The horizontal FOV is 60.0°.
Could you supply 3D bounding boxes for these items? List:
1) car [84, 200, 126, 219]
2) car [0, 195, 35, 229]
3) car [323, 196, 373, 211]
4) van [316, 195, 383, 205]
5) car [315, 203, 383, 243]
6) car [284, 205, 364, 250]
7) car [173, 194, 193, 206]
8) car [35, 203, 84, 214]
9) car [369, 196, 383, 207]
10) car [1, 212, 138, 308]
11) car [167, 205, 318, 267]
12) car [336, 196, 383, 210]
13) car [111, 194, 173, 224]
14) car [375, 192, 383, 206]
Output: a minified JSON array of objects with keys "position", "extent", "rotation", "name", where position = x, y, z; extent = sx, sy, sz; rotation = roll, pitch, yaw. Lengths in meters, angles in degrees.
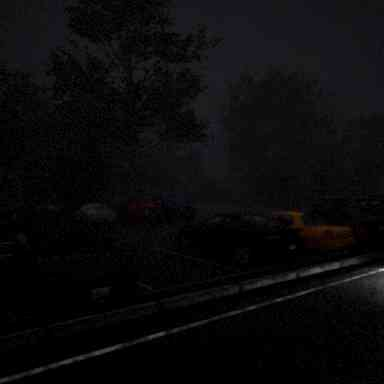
[{"position":[-6.442,1.468,21.938],"extent":[2.002,1.452,4.674],"rotation":[0,0,-36],"name":"car"},{"position":[-10.859,1.205,18.747],"extent":[2.435,2.045,5.566],"rotation":[0,0,-36],"name":"car"},{"position":[18.599,1.318,39.858],"extent":[2.231,1.521,4.892],"rotation":[0,0,-36],"name":"car"},{"position":[8.340,1.168,16.289],"extent":[1.878,1.987,4.442],"rotation":[0,0,-36],"name":"van"},{"position":[5.976,1.433,14.778],"extent":[2.163,1.488,4.792],"rotation":[0,0,-36],"name":"car"},{"position":[3.605,1.411,13.274],"extent":[1.946,1.575,5.366],"rotation":[0,0,-36],"name":"car"},{"position":[-1.898,1.155,25.156],"extent":[2.435,2.045,5.566],"rotation":[0,0,-36],"name":"car"},{"position":[-8.604,1.442,20.388],"extent":[2.097,1.535,5.008],"rotation":[0,0,-36],"name":"car"},{"position":[27.651,1.307,46.290],"extent":[2.163,1.488,4.792],"rotation":[0,0,-36],"name":"car"},{"position":[-3.109,1.484,8.208],"extent":[2.163,1.488,4.792],"rotation":[0,0,-36],"name":"car"},{"position":[1.438,1.425,11.490],"extent":[2.097,1.535,5.008],"rotation":[0,0,-36],"name":"car"},{"position":[20.969,1.304,41.318],"extent":[1.946,1.575,5.366],"rotation":[0,0,-36],"name":"car"},{"position":[-4.062,1.165,23.607],"extent":[2.435,2.045,5.566],"rotation":[0,0,-36],"name":"car"},{"position":[29.874,1.016,47.951],"extent":[2.435,2.045,5.566],"rotation":[0,0,-36],"name":"car"}]
